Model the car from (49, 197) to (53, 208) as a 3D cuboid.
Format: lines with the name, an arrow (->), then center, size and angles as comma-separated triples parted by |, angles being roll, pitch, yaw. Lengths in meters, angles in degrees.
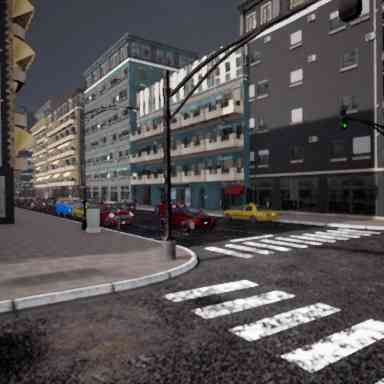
car -> -20.403, 1.451, 49.137 | 1.837, 1.490, 4.892 | -1, 0, -36

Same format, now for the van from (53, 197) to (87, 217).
van -> -12.190, 1.479, 32.997 | 1.690, 1.788, 3.998 | -1, 1, -36

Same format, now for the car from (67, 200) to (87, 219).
car -> -8.874, 1.648, 28.355 | 1.752, 1.417, 4.829 | -1, 1, -36

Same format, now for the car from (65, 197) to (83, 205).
car -> -21.439, 1.637, 60.390 | 2.008, 1.369, 4.403 | -1, 1, -36

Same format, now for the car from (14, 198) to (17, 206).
car -> -31.475, 1.778, 60.028 | 1.887, 1.381, 4.507 | -1, 1, -36

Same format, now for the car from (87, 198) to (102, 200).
car -> -10.759, 1.647, 35.461 | 2.033, 1.411, 5.357 | -1, 1, -35

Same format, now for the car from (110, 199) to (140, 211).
car -> -8.581, 1.573, 42.370 | 2.008, 1.369, 4.403 | -1, 1, -36

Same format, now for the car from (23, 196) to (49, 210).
car -> -21.833, 1.624, 46.512 | 1.967, 1.590, 4.097 | -1, 1, -36

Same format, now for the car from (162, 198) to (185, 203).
car -> -2.153, 1.433, 33.359 | 1.967, 1.590, 4.097 | -1, 1, -36

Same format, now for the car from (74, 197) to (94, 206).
car -> -18.225, 1.635, 55.885 | 1.947, 1.339, 4.313 | -1, 1, -36

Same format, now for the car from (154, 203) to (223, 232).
car -> -0.361, 1.617, 20.885 | 1.994, 1.385, 4.181 | -1, 1, -36

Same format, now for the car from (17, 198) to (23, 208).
car -> -25.045, 1.765, 51.018 | 1.947, 1.339, 4.313 | -1, 1, -36

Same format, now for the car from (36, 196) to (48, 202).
car -> -37.513, 1.720, 82.915 | 1.887, 1.381, 4.507 | -1, 1, -36

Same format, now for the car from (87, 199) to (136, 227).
car -> -5.759, 1.548, 23.989 | 1.967, 1.590, 4.097 | -1, 1, -36

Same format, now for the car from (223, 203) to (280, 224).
car -> 4.179, 1.490, 24.489 | 1.752, 1.417, 4.829 | -1, 1, -36
